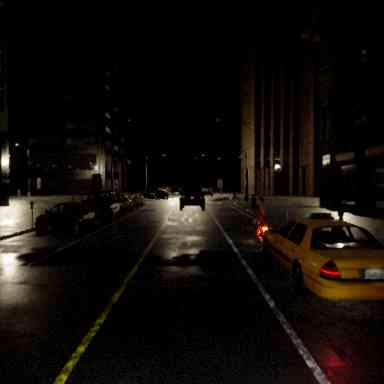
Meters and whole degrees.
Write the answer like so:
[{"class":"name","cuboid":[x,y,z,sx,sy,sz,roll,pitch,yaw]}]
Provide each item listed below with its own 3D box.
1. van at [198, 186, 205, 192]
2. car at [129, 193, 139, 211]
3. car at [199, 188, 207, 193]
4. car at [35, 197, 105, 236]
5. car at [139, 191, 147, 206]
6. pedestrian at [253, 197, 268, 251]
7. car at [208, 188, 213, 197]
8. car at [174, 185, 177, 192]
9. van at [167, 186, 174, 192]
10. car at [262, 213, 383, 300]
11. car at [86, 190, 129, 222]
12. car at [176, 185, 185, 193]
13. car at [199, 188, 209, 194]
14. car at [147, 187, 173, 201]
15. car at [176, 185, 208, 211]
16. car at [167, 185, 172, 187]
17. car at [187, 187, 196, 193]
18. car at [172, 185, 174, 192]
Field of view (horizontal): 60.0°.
[{"class":"van","cuboid":[2.659,-0.866,92.997,1.690,1.788,3.998,0,1,0]},{"class":"car","cuboid":[-5.791,0.880,26.791,1.752,1.417,4.829,0,1,0]},{"class":"car","cuboid":[2.671,-0.380,81.788,1.947,1.339,4.313,0,1,0]},{"class":"car","cuboid":[-5.778,1.163,15.761,1.887,1.381,4.507,0,1,0]},{"class":"car","cuboid":[-5.797,0.747,32.391,1.752,1.417,4.829,0,1,0]},{"class":"pedestrian","cuboid":[2.316,1.027,10.991,0.375,1.860,0.375,0,1,0]},{"class":"car","cuboid":[2.697,0.022,59.355,1.967,1.590,4.097,0,1,0]},{"class":"car","cuboid":[-5.860,-0.762,87.362,2.192,1.841,5.009,0,1,0]},{"class":"van","cuboid":[-5.866,-0.866,92.970,1.690,1.788,3.998,0,1,0]},{"class":"car","cuboid":[2.991,1.260,8.002,1.801,1.575,5.366,0,1,0]},{"class":"car","cuboid":[-5.784,0.800,21.356,2.192,1.841,5.009,0,1,0]},{"class":"car","cuboid":[-3.102,-0.911,89.795,2.150,2.045,5.566,0,1,0]},{"class":"car","cuboid":[2.678,-0.264,76.180,2.008,1.369,4.403,0,1,0]},{"class":"car","cuboid":[-5.338,0.401,45.601,4.892,1.490,1.837,2,0,41]},{"class":"car","cuboid":[0.031,0.514,29.388,2.150,2.045,5.566,0,1,0]},{"class":"car","cuboid":[-5.841,-0.242,70.542,1.967,1.590,4.097,0,1,0]},{"class":"car","cuboid":[-0.098,-0.641,86.687,2.128,1.511,4.902,0,1,0]},{"class":"car","cuboid":[-5.847,-0.374,76.149,1.967,1.590,4.097,0,1,0]}]
